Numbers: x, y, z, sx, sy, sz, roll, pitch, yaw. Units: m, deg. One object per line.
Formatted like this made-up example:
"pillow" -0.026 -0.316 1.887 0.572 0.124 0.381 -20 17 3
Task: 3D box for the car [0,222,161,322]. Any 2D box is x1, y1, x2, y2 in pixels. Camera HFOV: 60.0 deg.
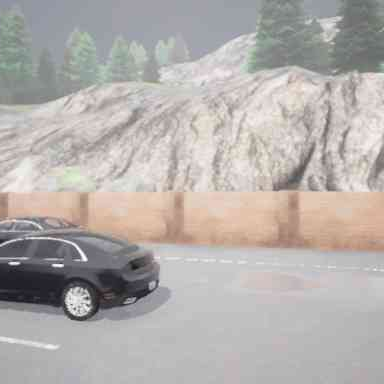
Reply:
"car" -3.093 1.583 7.167 4.892 1.490 1.837 0 -1 17

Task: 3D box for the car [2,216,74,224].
"car" -5.872 1.619 11.646 4.902 1.511 2.128 0 -1 17
